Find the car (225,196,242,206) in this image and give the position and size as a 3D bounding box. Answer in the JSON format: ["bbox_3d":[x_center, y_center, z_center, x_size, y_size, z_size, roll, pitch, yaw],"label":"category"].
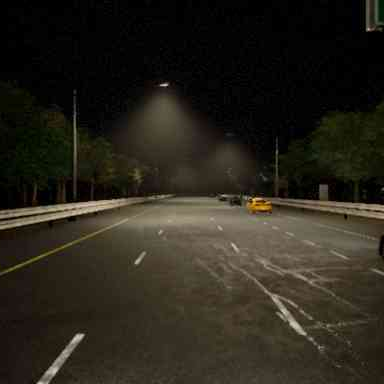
[{"bbox_3d":[6.983,1.553,54.636,1.837,1.490,4.892,0,0,0],"label":"car"}]

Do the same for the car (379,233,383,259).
[{"bbox_3d":[6.997,1.491,8.901,2.128,1.511,4.902,0,0,0],"label":"car"}]

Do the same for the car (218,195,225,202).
[{"bbox_3d":[6.995,1.618,76.220,1.895,1.301,4.718,0,0,0],"label":"car"}]

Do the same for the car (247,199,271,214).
[{"bbox_3d":[6.987,1.495,35.045,1.882,1.535,5.008,0,0,0],"label":"car"}]
